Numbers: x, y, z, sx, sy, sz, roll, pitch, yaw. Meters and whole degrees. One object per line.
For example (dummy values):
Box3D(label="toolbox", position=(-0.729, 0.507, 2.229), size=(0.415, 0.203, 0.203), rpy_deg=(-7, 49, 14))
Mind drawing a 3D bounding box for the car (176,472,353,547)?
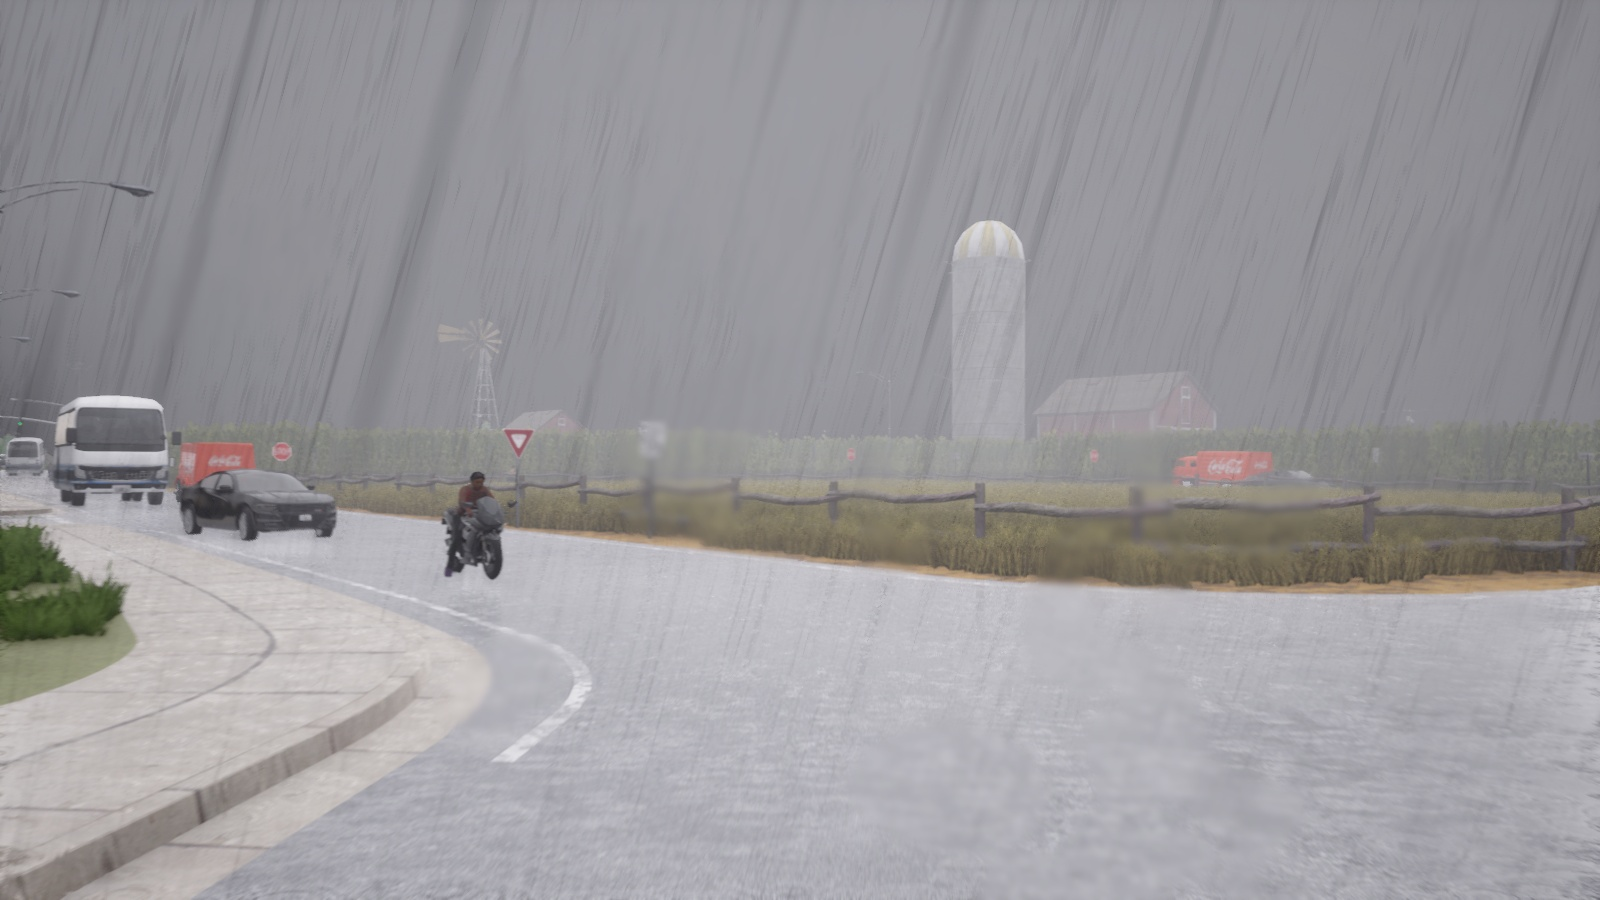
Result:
Box3D(label="car", position=(-12.049, 1.254, 28.081), size=(5.008, 1.535, 1.882), rpy_deg=(-1, -1, 45))

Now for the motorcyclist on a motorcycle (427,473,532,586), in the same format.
Box3D(label="motorcyclist on a motorcycle", position=(-4.661, 1.104, 18.172), size=(0.797, 1.523, 2.044), rpy_deg=(0, -1, -35))

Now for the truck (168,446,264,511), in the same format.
Box3D(label="truck", position=(-23.868, 1.133, 51.204), size=(2.627, 2.467, 5.204), rpy_deg=(0, -1, -35))

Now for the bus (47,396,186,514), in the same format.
Box3D(label="bus", position=(-27.883, 0.252, 50.880), size=(3.944, 4.253, 10.273), rpy_deg=(0, -1, -34))

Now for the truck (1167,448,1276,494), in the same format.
Box3D(label="truck", position=(23.294, 1.123, 69.606), size=(2.627, 2.467, 5.204), rpy_deg=(0, -1, -35))

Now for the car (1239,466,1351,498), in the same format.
Box3D(label="car", position=(24.547, 1.550, 62.415), size=(2.163, 1.488, 4.792), rpy_deg=(0, -1, -35))
